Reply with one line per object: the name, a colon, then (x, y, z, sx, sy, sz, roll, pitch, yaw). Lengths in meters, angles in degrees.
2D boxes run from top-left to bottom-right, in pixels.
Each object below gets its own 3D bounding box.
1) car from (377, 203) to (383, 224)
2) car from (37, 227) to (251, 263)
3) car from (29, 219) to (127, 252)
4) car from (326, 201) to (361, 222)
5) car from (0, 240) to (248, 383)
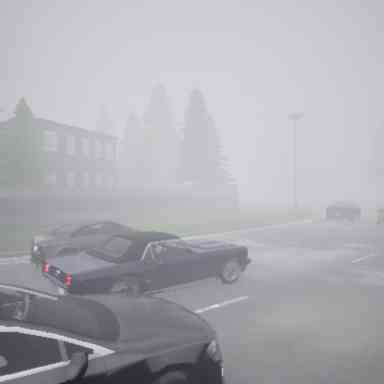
car: (14.636, 1.467, 24.031, 1.882, 1.535, 5.008, 0, 0, 35)
car: (-0.786, 1.599, 7.772, 4.718, 1.301, 1.895, 0, 0, -39)
car: (-2.877, 1.562, 10.674, 4.181, 1.385, 1.994, 0, 0, -39)
car: (12.078, 1.467, 26.423, 1.882, 1.535, 5.008, 0, 0, 35)
car: (-1.903, 1.492, 2.559, 4.902, 1.511, 2.128, 0, 0, -36)
